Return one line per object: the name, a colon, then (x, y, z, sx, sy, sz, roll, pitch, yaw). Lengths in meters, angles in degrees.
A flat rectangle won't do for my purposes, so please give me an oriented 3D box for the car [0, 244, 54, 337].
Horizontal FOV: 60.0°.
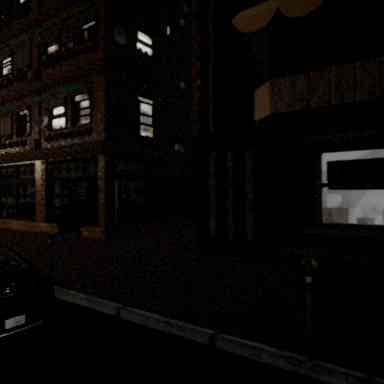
car: (-4.215, 1.567, 5.882, 4.403, 1.369, 2.008, 0, 0, 35)
